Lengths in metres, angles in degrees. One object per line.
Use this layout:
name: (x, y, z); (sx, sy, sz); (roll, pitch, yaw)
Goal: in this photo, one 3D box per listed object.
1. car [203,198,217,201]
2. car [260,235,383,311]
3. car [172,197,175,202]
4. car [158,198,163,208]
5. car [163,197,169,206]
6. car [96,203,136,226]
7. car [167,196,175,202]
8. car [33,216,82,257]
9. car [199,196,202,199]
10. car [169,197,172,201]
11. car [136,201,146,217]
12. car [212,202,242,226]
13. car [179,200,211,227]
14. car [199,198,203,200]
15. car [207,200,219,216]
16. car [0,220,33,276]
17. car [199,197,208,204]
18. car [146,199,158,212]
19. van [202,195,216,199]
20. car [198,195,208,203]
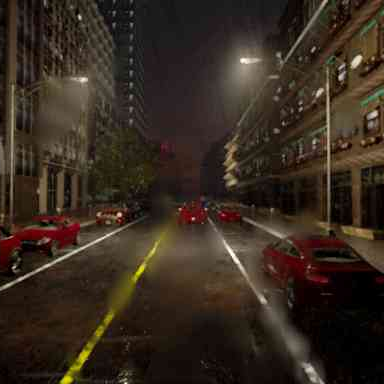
car: (2.680, 1.741, 41.493); (2.008, 1.369, 4.403); (1, 0, 0)
car: (2.696, 1.619, 7.554); (1.802, 1.307, 4.206); (1, 0, 0)
car: (-5.723, 1.933, 86.776); (2.008, 1.369, 4.403); (1, 0, 0)
car: (-5.704, 1.767, 47.181); (2.008, 1.369, 4.403); (1, 0, 0)
car: (-5.709, 1.815, 58.495); (2.008, 1.369, 4.403); (1, 0, 0)
car: (-5.690, 1.556, 24.557); (1.967, 1.590, 4.097); (1, 0, 0)
car: (-5.726, 1.956, 92.433); (2.008, 1.369, 4.403); (1, 0, 0)
car: (-5.687, 1.646, 13.241); (1.802, 1.307, 4.206); (1, 0, 0)
car: (2.677, 1.830, 58.462); (1.947, 1.339, 4.313); (1, 0, 0)
car: (-5.715, 1.836, 69.638); (1.752, 1.417, 4.829); (1, 0, 0)
car: (-5.695, 1.706, 30.212); (1.947, 1.339, 4.313); (1, 0, 0)
car: (2.688, 1.697, 24.524); (1.802, 1.307, 4.206); (1, 0, 0)
car: (0.088, 1.589, 23.759); (1.882, 1.535, 5.008); (0, 0, 0)
car: (0.079, 1.790, 41.160); (1.895, 1.301, 4.718); (0, 0, 0)
car: (2.685, 1.691, 30.181); (2.008, 1.369, 4.403); (1, 0, 0)
car: (-5.682, 1.478, 7.586); (1.967, 1.590, 4.097); (1, 0, 0)
car: (2.629, 1.917, 75.431); (1.802, 1.307, 4.206); (1, 0, 0)
car: (-5.701, 1.735, 41.525); (1.887, 1.381, 4.507); (1, 0, 0)
van: (2.680, 1.557, 47.150); (1.690, 1.788, 3.998); (1, 0, 0)
car: (2.630, 1.674, 81.088); (2.192, 1.841, 5.009); (1, 0, 0)
